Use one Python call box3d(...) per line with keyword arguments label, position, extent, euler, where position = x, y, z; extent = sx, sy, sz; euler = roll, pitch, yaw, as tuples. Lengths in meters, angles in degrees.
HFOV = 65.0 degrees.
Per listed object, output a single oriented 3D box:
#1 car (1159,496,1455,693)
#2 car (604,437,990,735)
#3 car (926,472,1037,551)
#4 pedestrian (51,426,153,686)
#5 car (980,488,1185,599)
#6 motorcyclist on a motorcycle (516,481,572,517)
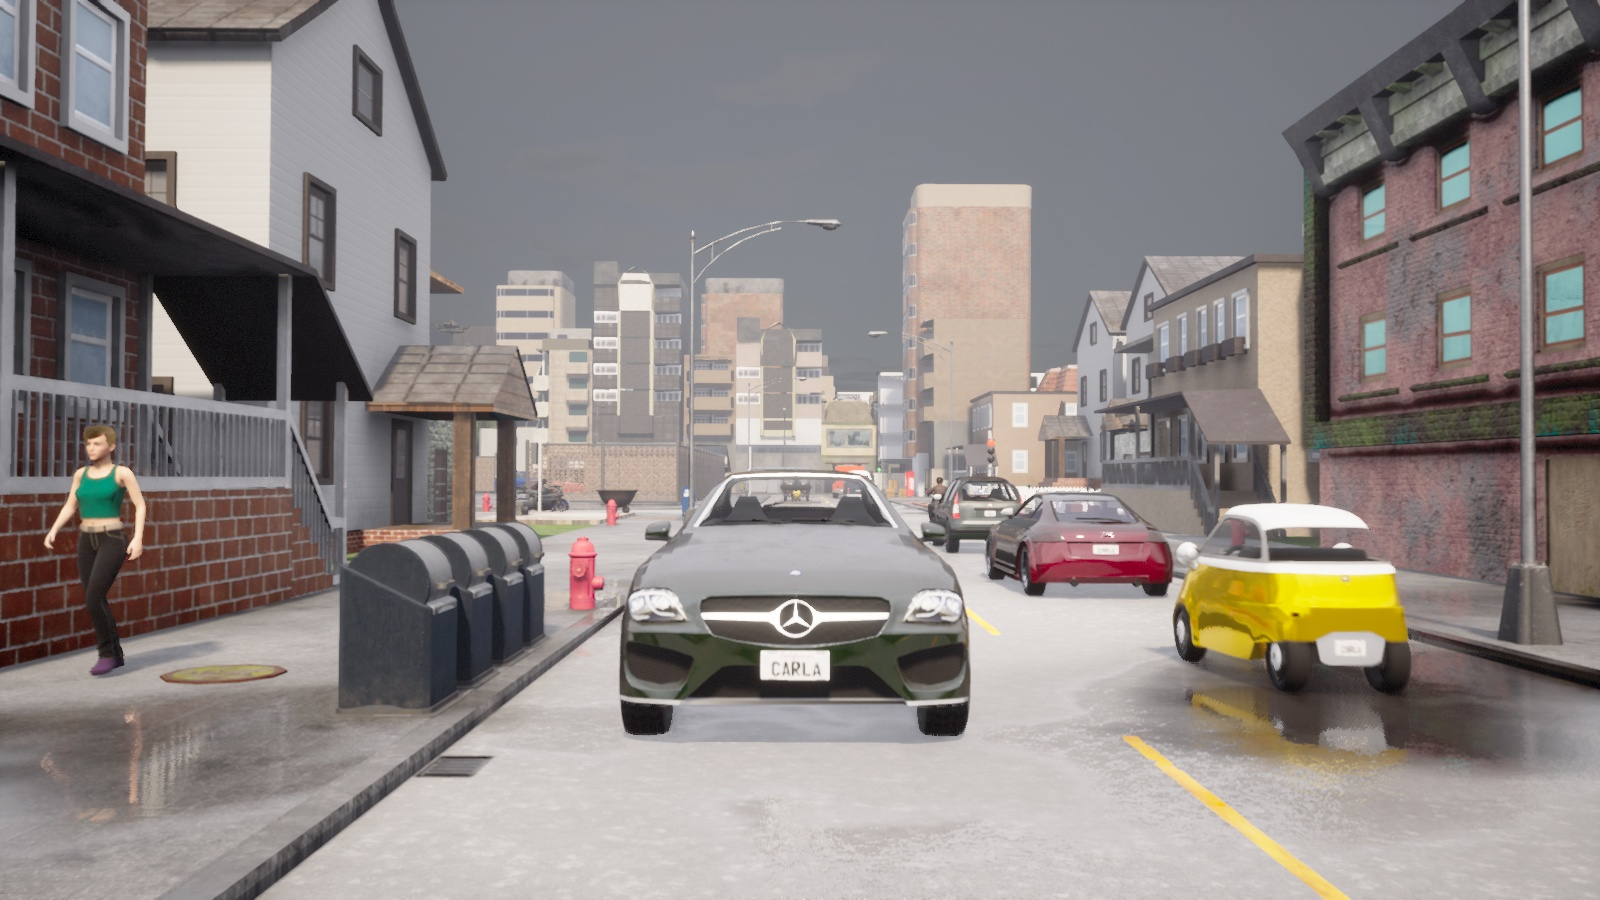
box3d(label="car", position=(3.972, 1.085, 10.165), extent=(1.481, 1.376, 2.207), euler=(0, -1, 0))
box3d(label="car", position=(-0.026, 0.810, 9.525), extent=(2.152, 1.651, 5.027), euler=(0, -1, 0))
box3d(label="car", position=(3.925, 1.312, 27.788), extent=(1.851, 1.617, 3.988), euler=(0, -1, 0))
box3d(label="pedestrian", position=(-5.102, 0.754, 9.197), extent=(0.345, 1.836, 0.594), euler=(0, -1, 10))
box3d(label="car", position=(3.958, 1.272, 18.337), extent=(1.994, 1.385, 4.181), euler=(0, -1, -1))
box3d(label="motorcyclist on a motorcycle", position=(-10.827, 2.062, 53.119), extent=(2.191, 1.530, 0.866), euler=(0, -1, 0))
